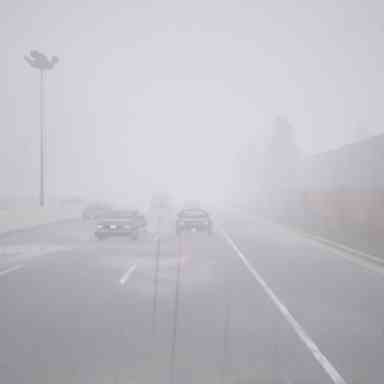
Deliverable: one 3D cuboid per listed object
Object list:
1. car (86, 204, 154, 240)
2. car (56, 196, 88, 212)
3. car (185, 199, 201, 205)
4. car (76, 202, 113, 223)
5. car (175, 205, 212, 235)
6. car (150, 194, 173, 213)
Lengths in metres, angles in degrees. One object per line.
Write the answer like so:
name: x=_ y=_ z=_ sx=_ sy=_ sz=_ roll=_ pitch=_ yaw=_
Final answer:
car: x=-3.405 y=1.557 z=16.879 sx=2.033 sy=1.411 sz=5.357 roll=0 pitch=0 yaw=0
car: x=-14.073 y=1.373 z=39.279 sx=2.097 sy=1.767 sz=4.553 roll=0 pitch=0 yaw=0
car: x=0.086 y=1.588 z=41.080 sx=1.994 sy=1.385 sz=4.181 roll=0 pitch=0 yaw=0
car: x=-6.908 y=1.506 z=25.557 sx=2.128 sy=1.511 sz=4.902 roll=0 pitch=0 yaw=0
car: x=0.094 y=1.612 z=18.912 sx=1.895 sy=1.301 sz=4.718 roll=0 pitch=0 yaw=0
car: x=-3.426 y=1.243 z=37.392 sx=2.150 sy=2.045 sz=5.566 roll=0 pitch=0 yaw=-1
